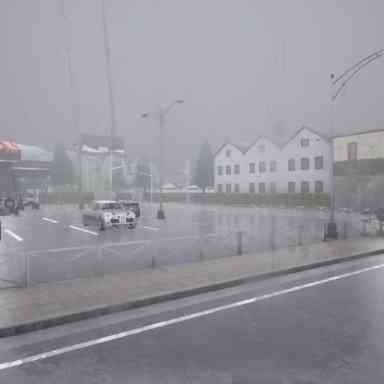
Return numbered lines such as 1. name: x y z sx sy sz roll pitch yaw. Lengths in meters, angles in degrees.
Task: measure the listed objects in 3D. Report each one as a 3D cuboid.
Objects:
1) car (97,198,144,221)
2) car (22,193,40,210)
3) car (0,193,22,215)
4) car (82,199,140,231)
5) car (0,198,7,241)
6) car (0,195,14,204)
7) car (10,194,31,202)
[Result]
1. car: -5.720 1.313 26.245 2.007 1.523 4.514 0 0 -36
2. car: -19.077 1.092 38.678 1.905 1.878 3.866 0 0 -36
3. car: -17.184 1.113 30.364 1.932 1.855 4.605 0 0 -36
4. car: -4.608 1.248 18.379 1.970 1.475 3.806 0 0 -36
5. car: -9.645 1.169 14.389 2.152 1.636 5.027 0 0 -36
6. car: -38.377 1.495 66.676 4.611 1.667 2.242 0 0 -36
7. car: -38.133 1.328 73.804 3.866 1.878 1.905 0 0 -36
